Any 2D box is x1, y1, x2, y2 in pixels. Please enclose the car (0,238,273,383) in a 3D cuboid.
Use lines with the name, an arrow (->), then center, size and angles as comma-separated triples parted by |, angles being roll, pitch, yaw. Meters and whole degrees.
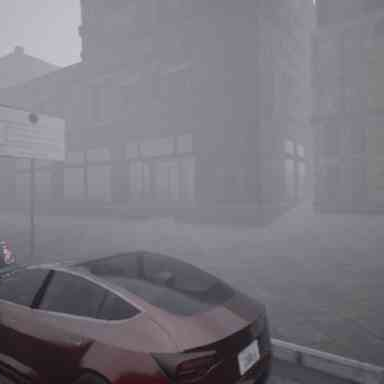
car -> -1.398, 1.513, 4.317 | 4.792, 1.488, 2.163 | 0, 0, 35
